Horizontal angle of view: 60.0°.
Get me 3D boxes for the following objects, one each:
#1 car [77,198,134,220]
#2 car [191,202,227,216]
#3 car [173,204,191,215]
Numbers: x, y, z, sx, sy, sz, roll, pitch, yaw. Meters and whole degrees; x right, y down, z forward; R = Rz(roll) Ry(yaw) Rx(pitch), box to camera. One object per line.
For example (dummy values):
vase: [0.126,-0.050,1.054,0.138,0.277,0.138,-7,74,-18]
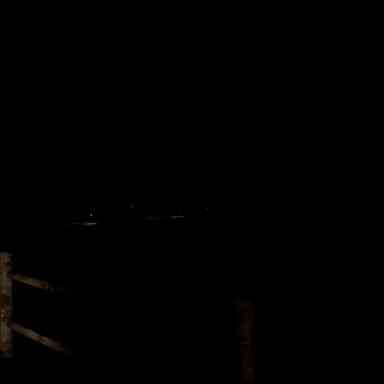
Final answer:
car: [-8.012,1.616,31.423,2.150,2.045,5.566,-1,-1,36]
car: [2.424,1.949,40.677,2.097,1.767,4.553,-1,-1,36]
car: [-0.330,2.214,41.892,1.895,1.301,4.718,-1,-1,36]
